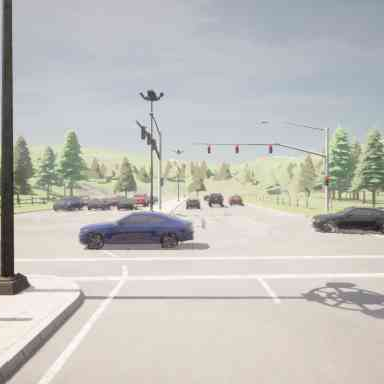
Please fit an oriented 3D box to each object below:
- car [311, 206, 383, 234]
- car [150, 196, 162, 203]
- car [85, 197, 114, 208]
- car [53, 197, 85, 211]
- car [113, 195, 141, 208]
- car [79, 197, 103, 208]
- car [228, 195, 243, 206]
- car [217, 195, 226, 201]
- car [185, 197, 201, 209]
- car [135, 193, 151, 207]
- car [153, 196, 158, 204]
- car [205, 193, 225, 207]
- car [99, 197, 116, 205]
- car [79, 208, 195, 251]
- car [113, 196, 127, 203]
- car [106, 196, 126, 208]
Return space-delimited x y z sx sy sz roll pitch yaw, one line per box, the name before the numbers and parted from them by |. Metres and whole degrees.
car | 9.095 1.525 18.441 4.674 1.442 1.812 0 0 11
car | -7.884 1.526 72.664 2.033 1.411 5.357 0 0 0
car | -11.549 1.564 41.605 1.994 1.385 4.181 0 0 0
car | -15.051 1.352 40.352 2.097 1.767 4.553 0 0 0
car | -8.045 1.478 41.722 1.882 1.535 5.008 0 0 0
car | -15.036 1.547 49.811 2.033 1.411 5.357 0 0 0
car | 7.163 1.352 55.287 2.097 1.767 4.553 0 0 0
car | 7.360 1.540 84.306 2.033 1.411 5.357 0 0 2
car | 0.158 1.491 46.102 2.128 1.511 4.902 0 0 0
car | -8.032 1.221 51.656 2.150 2.045 5.566 0 0 0
car | -7.984 1.547 61.996 2.033 1.411 5.357 0 0 0
car | 3.664 1.221 52.426 2.150 2.045 5.566 0 0 0
car | -15.005 1.564 59.049 1.994 1.385 4.181 0 0 0
car | -2.202 1.525 13.682 4.674 1.442 1.812 0 0 -3
car | -14.912 1.500 69.160 1.837 1.490 4.892 0 0 0
car | -11.533 1.478 50.583 1.882 1.535 5.008 0 0 0
